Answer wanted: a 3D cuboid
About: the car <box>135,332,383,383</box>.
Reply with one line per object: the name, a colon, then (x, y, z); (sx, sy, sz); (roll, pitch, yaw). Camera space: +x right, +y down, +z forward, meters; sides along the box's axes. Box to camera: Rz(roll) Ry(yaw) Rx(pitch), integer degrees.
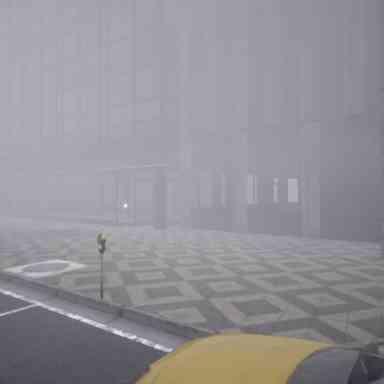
car: (1.630, 1.525, 1.920); (4.829, 1.417, 1.752); (0, 0, 36)
